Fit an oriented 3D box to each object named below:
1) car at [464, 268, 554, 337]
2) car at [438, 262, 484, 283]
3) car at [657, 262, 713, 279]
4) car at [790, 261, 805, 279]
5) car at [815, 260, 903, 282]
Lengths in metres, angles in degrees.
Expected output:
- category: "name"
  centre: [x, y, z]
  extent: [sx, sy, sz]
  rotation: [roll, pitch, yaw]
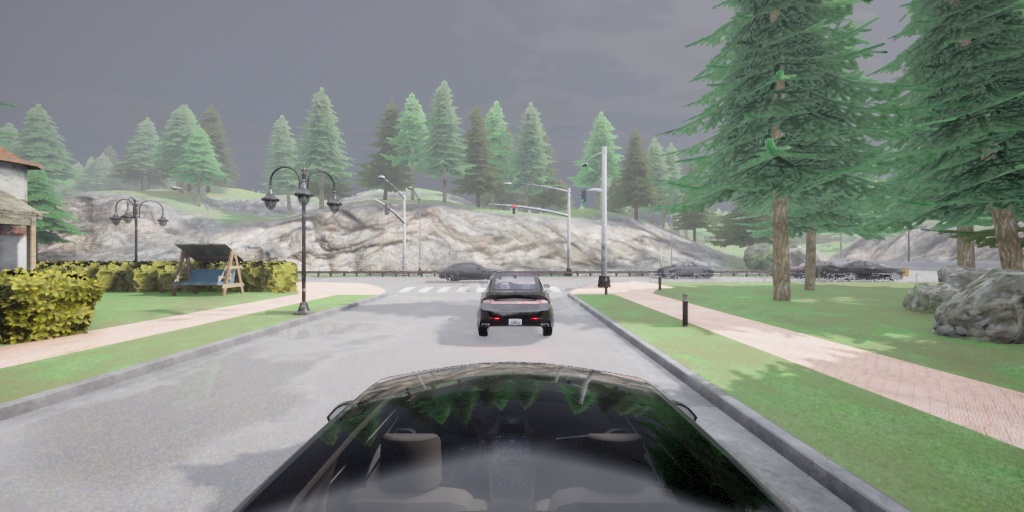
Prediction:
- category: "car"
  centre: [0.094, 1.241, 10.333]
  extent: [2.128, 1.511, 4.902]
  rotation: [0, 0, 1]
- category: "car"
  centre: [-2.915, 1.168, 25.802]
  extent: [4.674, 1.442, 1.812]
  rotation: [0, 1, 0]
- category: "car"
  centre: [14.171, 1.151, 29.465]
  extent: [4.181, 1.385, 1.994]
  rotation: [0, 0, 0]
- category: "car"
  centre: [24.473, 1.113, 29.411]
  extent: [4.674, 1.442, 1.812]
  rotation: [0, 0, 0]
- category: "car"
  centre: [24.976, 1.065, 25.753]
  extent: [5.008, 1.535, 1.882]
  rotation: [0, 0, 0]
